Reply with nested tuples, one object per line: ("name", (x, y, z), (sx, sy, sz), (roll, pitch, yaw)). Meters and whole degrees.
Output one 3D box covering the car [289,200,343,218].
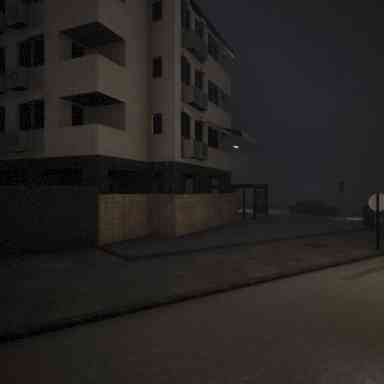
("car", (11.127, 1.504, 30.187), (1.837, 1.490, 4.892), (0, 0, -35))
